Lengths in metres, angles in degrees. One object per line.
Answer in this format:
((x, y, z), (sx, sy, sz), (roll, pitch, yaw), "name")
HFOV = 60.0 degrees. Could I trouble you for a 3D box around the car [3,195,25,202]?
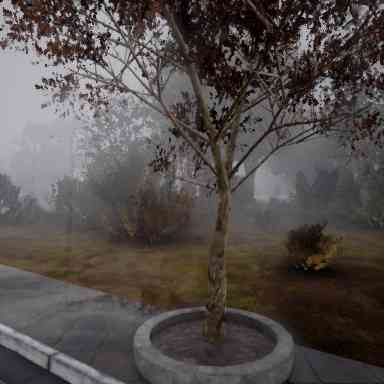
((-22.616, 1.175, 43.304), (1.837, 1.490, 4.892), (1, 0, 32), "car")
